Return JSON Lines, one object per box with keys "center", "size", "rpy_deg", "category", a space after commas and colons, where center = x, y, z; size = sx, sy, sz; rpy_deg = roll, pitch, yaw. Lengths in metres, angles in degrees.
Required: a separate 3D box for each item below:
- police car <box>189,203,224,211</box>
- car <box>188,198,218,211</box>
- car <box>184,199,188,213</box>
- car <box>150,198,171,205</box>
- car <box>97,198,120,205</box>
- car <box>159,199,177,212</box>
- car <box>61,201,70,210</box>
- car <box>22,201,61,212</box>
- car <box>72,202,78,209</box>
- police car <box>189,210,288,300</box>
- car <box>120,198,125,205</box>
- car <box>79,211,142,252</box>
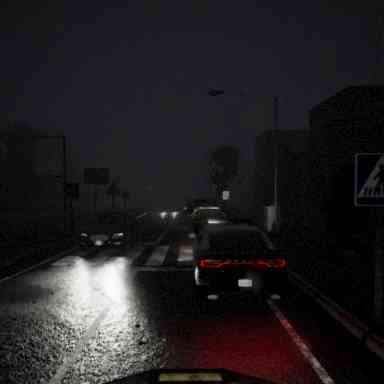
{"center": [0.947, 1.611, 18.612], "size": [1.930, 1.638, 5.238], "rpy_deg": [0, -1, 0], "category": "police car"}
{"center": [0.945, 1.504, 24.537], "size": [2.150, 2.045, 5.566], "rpy_deg": [0, -1, 0], "category": "car"}
{"center": [-0.017, 2.117, 45.843], "size": [1.837, 1.490, 4.892], "rpy_deg": [0, -1, 0], "category": "car"}
{"center": [-8.873, 2.757, 88.964], "size": [4.892, 1.521, 2.231], "rpy_deg": [0, -1, 0], "category": "car"}
{"center": [-21.955, 2.702, 86.209], "size": [5.008, 1.535, 2.097], "rpy_deg": [0, -1, 0], "category": "car"}
{"center": [-3.279, 2.129, 48.410], "size": [1.882, 1.535, 5.008], "rpy_deg": [0, -1, 0], "category": "car"}
{"center": [-21.980, 2.147, 51.306], "size": [4.892, 1.521, 2.231], "rpy_deg": [0, -1, 0], "category": "car"}
{"center": [-21.985, 2.134, 48.030], "size": [4.674, 1.452, 2.002], "rpy_deg": [0, -1, 0], "category": "car"}
{"center": [-21.989, 2.197, 54.579], "size": [5.008, 1.535, 2.097], "rpy_deg": [0, -1, 0], "category": "car"}
{"center": [0.958, 1.468, 8.601], "size": [1.930, 1.638, 5.238], "rpy_deg": [0, -1, 0], "category": "police car"}
{"center": [-21.962, 2.810, 91.777], "size": [5.008, 1.535, 2.097], "rpy_deg": [0, -1, 0], "category": "car"}
{"center": [-3.379, 1.615, 14.476], "size": [2.128, 1.511, 4.902], "rpy_deg": [0, -1, 0], "category": "car"}
